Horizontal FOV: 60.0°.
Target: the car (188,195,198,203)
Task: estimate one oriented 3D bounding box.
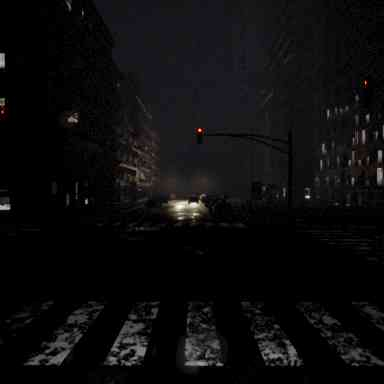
[{"bbox_3d":[0.241,1.457,71.092,2.128,1.511,4.902,0,0,0],"label":"car"}]

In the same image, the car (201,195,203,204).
[{"bbox_3d":[2.805,1.512,52.556,1.887,1.381,4.507,-1,0,0],"label":"car"}]

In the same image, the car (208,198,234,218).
[{"bbox_3d":[2.736,1.534,29.972,1.887,1.381,4.507,-1,0,0],"label":"car"}]

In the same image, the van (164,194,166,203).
[{"bbox_3d":[-5.546,1.309,52.548,1.690,1.788,3.998,-1,0,0],"label":"van"}]

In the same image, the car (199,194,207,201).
[{"bbox_3d":[2.944,1.350,86.430,1.967,1.590,4.097,-1,0,0],"label":"car"}]

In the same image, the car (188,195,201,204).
[{"bbox_3d":[0.285,1.461,60.890,1.837,1.490,4.892,0,0,0],"label":"car"}]

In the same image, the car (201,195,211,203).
[{"bbox_3d":[2.862,1.383,69.493,1.967,1.590,4.097,-1,0,0],"label":"car"}]

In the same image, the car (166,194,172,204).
[{"bbox_3d":[-5.508,1.497,63.840,1.887,1.381,4.507,-1,0,0],"label":"car"}]

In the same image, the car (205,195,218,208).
[{"bbox_3d":[2.752,1.425,35.618,1.967,1.590,4.097,-1,0,0],"label":"car"}]

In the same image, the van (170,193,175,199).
[{"bbox_3d":[-5.476,1.274,75.133,1.690,1.788,3.998,-1,0,0],"label":"van"}]

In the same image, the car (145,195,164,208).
[{"bbox_3d":[-5.559,1.540,46.902,1.947,1.339,4.313,-1,0,0],"label":"car"}]

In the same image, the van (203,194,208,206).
[{"bbox_3d":[2.785,1.315,46.910,1.690,1.788,3.998,-1,0,0],"label":"van"}]
